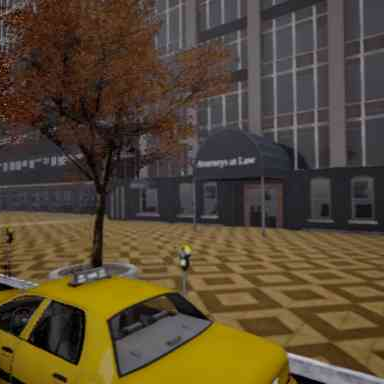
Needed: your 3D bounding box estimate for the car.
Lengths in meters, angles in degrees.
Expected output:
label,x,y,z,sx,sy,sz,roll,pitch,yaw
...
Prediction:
label,x,y,z,sx,sy,sz,roll,pitch,yaw
car,-1.340,1.558,3.835,4.829,1.417,1.752,-1,-1,35
